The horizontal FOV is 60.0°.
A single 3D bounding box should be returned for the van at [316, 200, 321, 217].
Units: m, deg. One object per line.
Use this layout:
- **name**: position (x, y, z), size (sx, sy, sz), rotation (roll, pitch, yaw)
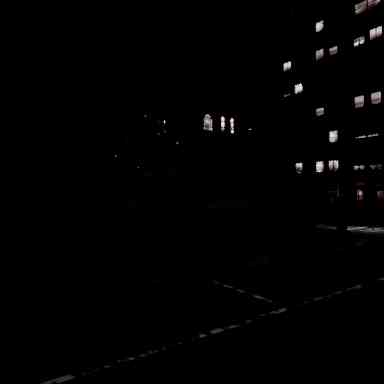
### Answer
- **van**: position (10.558, 1.646, 32.580), size (1.690, 1.788, 3.998), rotation (-1, 0, -36)
